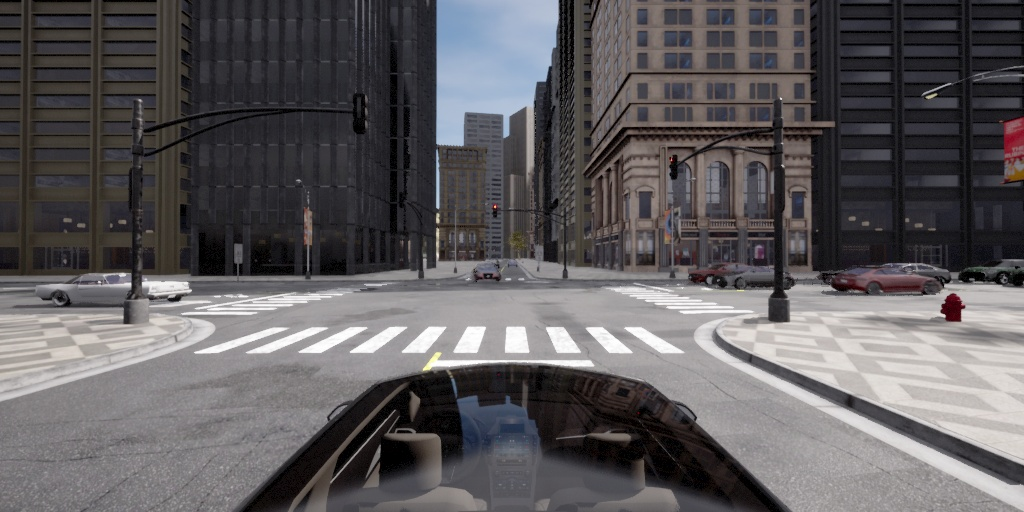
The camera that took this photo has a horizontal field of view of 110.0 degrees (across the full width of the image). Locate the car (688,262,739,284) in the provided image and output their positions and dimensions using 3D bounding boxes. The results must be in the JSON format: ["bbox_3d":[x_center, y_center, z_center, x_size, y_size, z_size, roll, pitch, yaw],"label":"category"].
[{"bbox_3d":[14.907,1.213,24.927,5.008,1.535,1.882,0,0,0],"label":"car"}]

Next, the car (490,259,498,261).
[{"bbox_3d":[-3.053,1.370,45.090,1.994,1.385,4.181,0,0,0],"label":"car"}]

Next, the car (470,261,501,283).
[{"bbox_3d":[-2.189,1.338,28.562,1.994,1.385,4.181,0,0,-12],"label":"car"}]

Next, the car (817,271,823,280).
[{"bbox_3d":[24.251,1.313,24.934,4.718,1.301,1.895,0,0,0],"label":"car"}]

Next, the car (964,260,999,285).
[{"bbox_3d":[34.218,1.040,24.929,4.553,1.767,2.097,0,0,0],"label":"car"}]

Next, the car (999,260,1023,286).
[{"bbox_3d":[33.351,1.018,21.679,4.553,1.767,2.097,0,0,0],"label":"car"}]

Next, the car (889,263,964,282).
[{"bbox_3d":[23.391,1.182,21.679,4.902,1.511,2.128,0,0,0],"label":"car"}]

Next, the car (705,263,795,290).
[{"bbox_3d":[14.480,1.276,21.671,4.181,1.385,1.994,0,0,0],"label":"car"}]

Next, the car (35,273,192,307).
[{"bbox_3d":[-16.375,1.365,14.947,4.718,1.301,1.895,0,0,0],"label":"car"}]

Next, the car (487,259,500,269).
[{"bbox_3d":[-3.048,1.321,60.030,1.882,1.535,5.008,0,0,0],"label":"car"}]

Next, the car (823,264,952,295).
[{"bbox_3d":[18.997,1.241,18.324,4.181,1.385,1.994,0,0,1],"label":"car"}]
